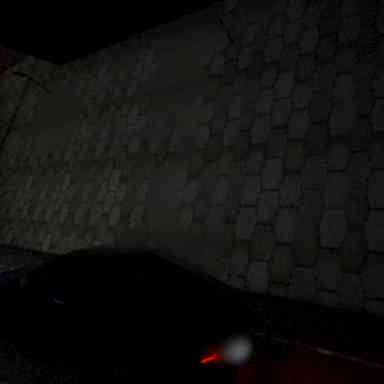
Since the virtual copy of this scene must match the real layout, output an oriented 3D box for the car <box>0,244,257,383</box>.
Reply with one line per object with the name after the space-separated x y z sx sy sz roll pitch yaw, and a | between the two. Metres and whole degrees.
-1.352 1.532 4.963 4.674 1.442 1.812 0 0 36 | car
